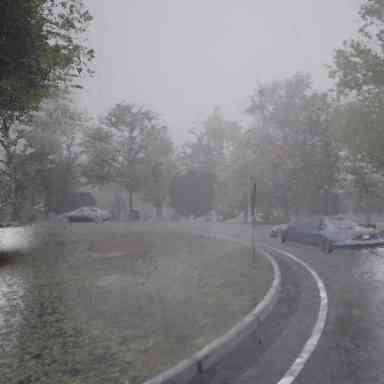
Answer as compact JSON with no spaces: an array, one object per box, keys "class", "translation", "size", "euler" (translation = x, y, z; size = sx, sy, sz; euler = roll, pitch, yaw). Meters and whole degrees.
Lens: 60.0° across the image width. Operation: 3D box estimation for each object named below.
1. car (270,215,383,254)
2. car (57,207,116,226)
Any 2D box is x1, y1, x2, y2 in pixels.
[{"class":"car","translation":[5.571,1.734,14.561],"size":[2.033,1.411,5.357],"euler":[0,-1,-19]},{"class":"car","translation":[-8.859,2.020,28.062],"size":[4.902,1.511,2.128],"euler":[-1,-1,6]}]
